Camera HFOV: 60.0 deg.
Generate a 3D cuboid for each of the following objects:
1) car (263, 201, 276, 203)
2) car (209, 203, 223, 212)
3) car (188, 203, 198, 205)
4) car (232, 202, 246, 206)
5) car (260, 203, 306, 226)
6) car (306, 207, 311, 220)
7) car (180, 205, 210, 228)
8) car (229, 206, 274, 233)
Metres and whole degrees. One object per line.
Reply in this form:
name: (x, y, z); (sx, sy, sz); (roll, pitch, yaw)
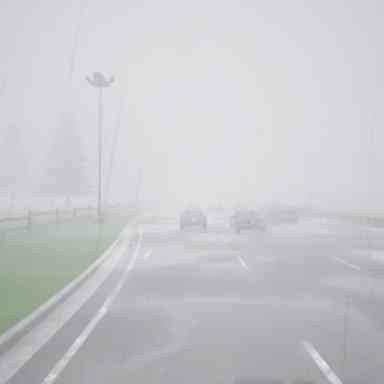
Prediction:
car: (10.502, 2.035, 45.459); (2.097, 1.767, 4.553); (0, -1, 0)
car: (3.586, 2.322, 50.439); (1.994, 1.385, 4.181); (0, -1, 0)
car: (0.087, 2.350, 49.893); (1.895, 1.301, 4.718); (0, -1, 0)
car: (7.084, 2.244, 50.054); (2.128, 1.511, 4.902); (0, -1, 0)
car: (7.093, 1.897, 26.869); (2.128, 1.511, 4.902); (0, -1, 0)
car: (10.490, 2.014, 33.796); (1.837, 1.490, 4.892); (0, -1, 0)
car: (0.092, 1.950, 25.589); (1.994, 1.385, 4.181); (0, -1, 0)
car: (3.594, 1.880, 22.059); (2.033, 1.411, 5.357); (0, -1, 0)
